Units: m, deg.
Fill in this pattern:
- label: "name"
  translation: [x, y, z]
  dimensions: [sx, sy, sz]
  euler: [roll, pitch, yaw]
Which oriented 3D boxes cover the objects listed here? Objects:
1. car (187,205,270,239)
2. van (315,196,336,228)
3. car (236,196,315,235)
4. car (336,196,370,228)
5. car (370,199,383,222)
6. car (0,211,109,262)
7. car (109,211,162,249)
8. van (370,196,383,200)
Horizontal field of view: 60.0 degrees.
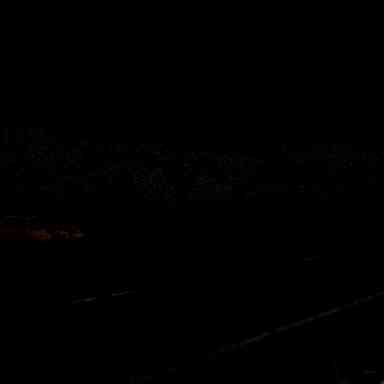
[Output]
- label: "car"
  translation: [1.388, 1.574, 17.586]
  dimensions: [4.674, 1.452, 2.002]
  euler: [-1, -1, 35]
- label: "van"
  translation: [6.345, 1.306, 20.993]
  dimensions: [4.442, 1.987, 1.878]
  euler: [-1, -1, 35]
- label: "car"
  translation: [3.789, 1.285, 19.337]
  dimensions: [5.566, 2.045, 2.435]
  euler: [-1, -1, 35]
- label: "car"
  translation: [8.702, 1.279, 22.775]
  dimensions: [5.566, 2.045, 2.435]
  euler: [-1, -1, 35]
- label: "car"
  translation: [11.111, 1.528, 24.510]
  dimensions: [4.892, 1.521, 2.231]
  euler: [-1, 0, 35]
- label: "car"
  translation: [-5.750, 1.502, 12.294]
  dimensions: [5.366, 1.575, 1.946]
  euler: [-1, -1, 35]
- label: "car"
  translation: [-3.450, 1.551, 14.110]
  dimensions: [4.792, 1.488, 2.163]
  euler: [-1, -1, 35]
- label: "van"
  translation: [13.437, 1.299, 26.311]
  dimensions: [4.442, 1.987, 1.878]
  euler: [-1, 0, 35]
